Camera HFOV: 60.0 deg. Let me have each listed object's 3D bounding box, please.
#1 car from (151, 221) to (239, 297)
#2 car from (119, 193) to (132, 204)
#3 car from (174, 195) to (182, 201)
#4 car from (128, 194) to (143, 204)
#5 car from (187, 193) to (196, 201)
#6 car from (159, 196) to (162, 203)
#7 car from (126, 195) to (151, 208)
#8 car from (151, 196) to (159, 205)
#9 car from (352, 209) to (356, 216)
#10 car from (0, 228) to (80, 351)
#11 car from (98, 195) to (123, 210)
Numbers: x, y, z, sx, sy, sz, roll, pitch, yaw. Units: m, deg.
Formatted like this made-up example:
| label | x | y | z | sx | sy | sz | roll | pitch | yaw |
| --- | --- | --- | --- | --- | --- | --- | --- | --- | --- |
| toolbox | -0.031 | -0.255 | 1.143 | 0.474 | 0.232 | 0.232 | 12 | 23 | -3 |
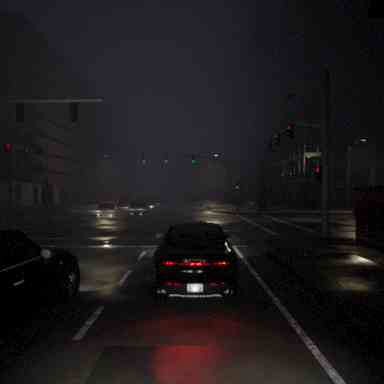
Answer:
| label | x | y | z | sx | sy | sz | roll | pitch | yaw |
| --- | --- | --- | --- | --- | --- | --- | --- | --- | --- |
| car | 0.078 | 1.506 | 8.546 | 1.837 | 1.490 | 4.892 | 0 | 0 | 0 |
| car | -10.970 | 1.221 | 54.060 | 2.150 | 2.045 | 5.566 | 0 | 0 | 1 |
| car | -3.569 | 1.553 | 84.167 | 1.994 | 1.385 | 4.181 | 0 | 0 | 1 |
| car | -10.828 | 1.352 | 63.809 | 2.097 | 1.767 | 4.553 | 0 | 0 | 1 |
| car | -0.067 | 1.225 | 84.394 | 2.150 | 2.045 | 5.566 | 0 | 0 | 1 |
| car | -7.246 | 1.547 | 67.847 | 2.033 | 1.411 | 5.357 | 0 | 0 | 1 |
| car | -7.509 | 1.547 | 47.425 | 2.033 | 1.411 | 5.357 | 0 | 0 | 0 |
| car | -7.429 | 1.478 | 57.404 | 1.882 | 1.535 | 5.008 | 0 | 0 | 1 |
| car | 15.955 | 1.656 | 27.612 | 4.718 | 1.301 | 1.895 | 0 | 0 | 0 |
| car | -3.448 | 1.351 | 5.278 | 2.097 | 1.767 | 4.553 | 0 | 0 | 0 |
| car | -10.995 | 1.478 | 44.240 | 1.882 | 1.535 | 5.008 | 0 | 0 | 0 |
